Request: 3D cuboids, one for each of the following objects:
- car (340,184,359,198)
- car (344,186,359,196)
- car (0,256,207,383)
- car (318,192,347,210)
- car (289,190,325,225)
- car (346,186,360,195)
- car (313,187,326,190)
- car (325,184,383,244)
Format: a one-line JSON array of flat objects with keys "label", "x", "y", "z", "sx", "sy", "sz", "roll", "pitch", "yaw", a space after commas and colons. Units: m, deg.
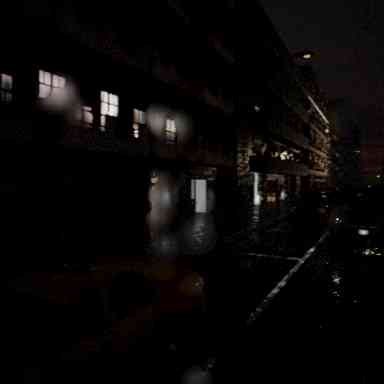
[{"label": "car", "x": 22.787, "y": -0.167, "z": 48.143, "sx": 2.192, "sy": 1.841, "sz": 5.009, "roll": 1, "pitch": 2, "yaw": 28}, {"label": "car", "x": 25.473, "y": -0.196, "z": 53.099, "sx": 1.967, "sy": 1.590, "sz": 4.097, "roll": 1, "pitch": 2, "yaw": 28}, {"label": "car", "x": -1.475, "y": 1.427, "z": 3.427, "sx": 1.752, "sy": 1.417, "sz": 4.829, "roll": 1, "pitch": 2, "yaw": 28}, {"label": "car", "x": 12.040, "y": 0.715, "z": 28.342, "sx": 1.802, "sy": 1.307, "sz": 4.206, "roll": 1, "pitch": 2, "yaw": 28}, {"label": "car", "x": 6.666, "y": 0.879, "z": 18.433, "sx": 1.967, "sy": 1.590, "sz": 4.097, "roll": 1, "pitch": 2, "yaw": 28}, {"label": "car", "x": 28.161, "y": -0.245, "z": 58.055, "sx": 1.887, "sy": 1.381, "sz": 4.507, "roll": 1, "pitch": 2, "yaw": 28}, {"label": "car", "x": 9.354, "y": 0.601, "z": 23.381, "sx": 2.192, "sy": 1.841, "sz": 5.009, "roll": 1, "pitch": 2, "yaw": 28}, {"label": "car", "x": 6.786, "y": 0.809, "z": 13.007, "sx": 2.150, "sy": 2.045, "sz": 5.566, "roll": 1, "pitch": 3, "yaw": 29}]
